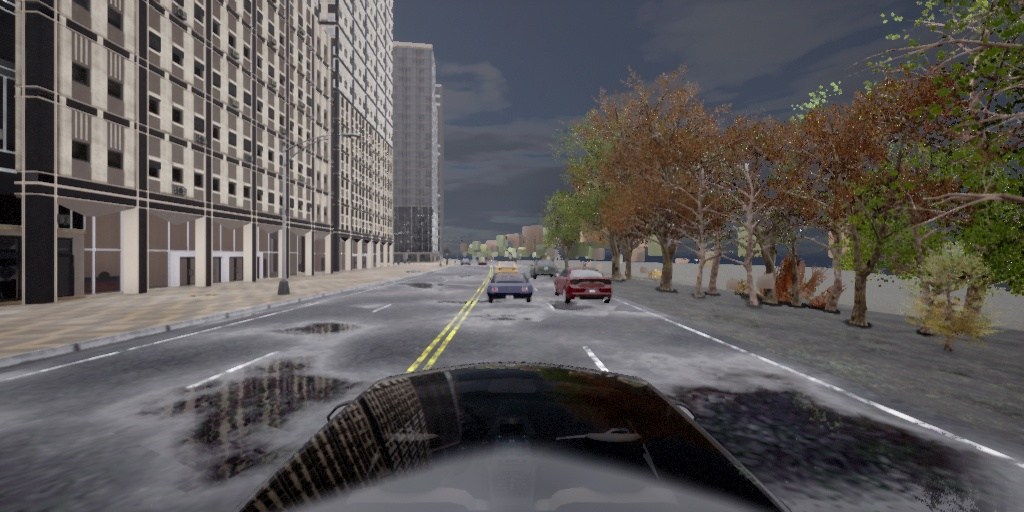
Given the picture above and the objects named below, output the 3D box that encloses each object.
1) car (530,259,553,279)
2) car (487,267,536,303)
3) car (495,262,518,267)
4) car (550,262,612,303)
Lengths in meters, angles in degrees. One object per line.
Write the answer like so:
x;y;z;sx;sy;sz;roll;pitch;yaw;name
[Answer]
2.750;1.079;31.665;2.097;1.767;4.553;-1;-1;-2;car
-0.120;1.364;16.586;1.895;1.301;4.718;0;0;-1;car
-0.478;1.234;31.577;1.882;1.535;5.008;0;0;-2;car
3.130;1.233;16.607;1.882;1.535;5.008;0;0;-1;car
